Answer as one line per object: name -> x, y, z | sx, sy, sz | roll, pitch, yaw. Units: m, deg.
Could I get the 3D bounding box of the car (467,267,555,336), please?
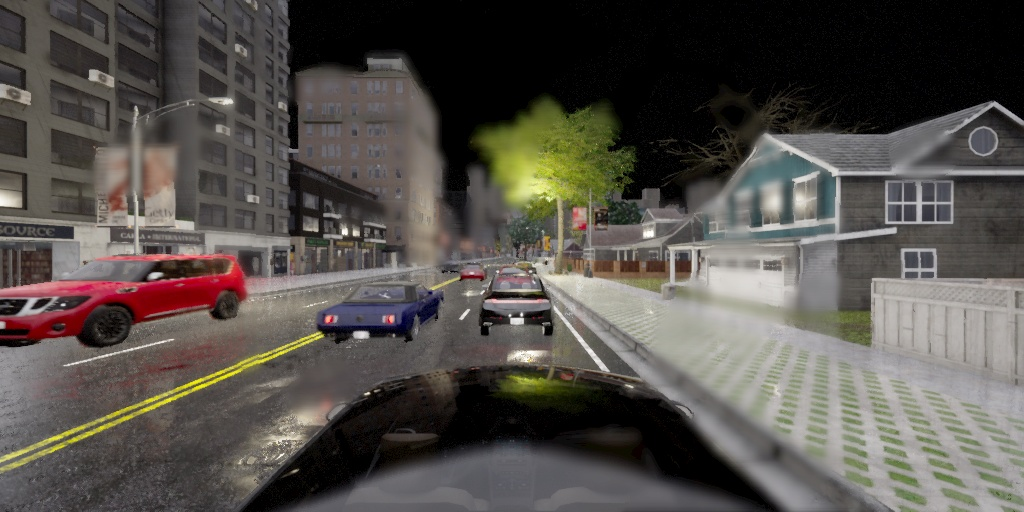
car -> 0.112, 1.239, 10.422 | 2.128, 1.511, 4.902 | 0, 0, 0

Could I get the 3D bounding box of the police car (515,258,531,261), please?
police car -> 1.005, 1.156, 29.654 | 1.930, 1.638, 5.238 | 0, 0, 0

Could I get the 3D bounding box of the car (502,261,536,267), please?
car -> 0.120, 1.219, 19.925 | 1.882, 1.535, 5.008 | 0, 0, 0

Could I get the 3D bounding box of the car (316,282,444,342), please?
car -> -3.141, 1.349, 9.707 | 1.895, 1.301, 4.718 | 0, 0, 0

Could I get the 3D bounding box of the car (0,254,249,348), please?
car -> -9.841, 0.970, 9.616 | 2.150, 2.045, 5.566 | 0, 0, 0

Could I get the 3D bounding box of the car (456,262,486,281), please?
car -> -3.119, 1.295, 29.856 | 1.994, 1.385, 4.181 | 0, 0, 0

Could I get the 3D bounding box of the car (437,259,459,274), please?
car -> -6.558, 1.265, 40.161 | 2.033, 1.411, 5.357 | 0, 0, 0
